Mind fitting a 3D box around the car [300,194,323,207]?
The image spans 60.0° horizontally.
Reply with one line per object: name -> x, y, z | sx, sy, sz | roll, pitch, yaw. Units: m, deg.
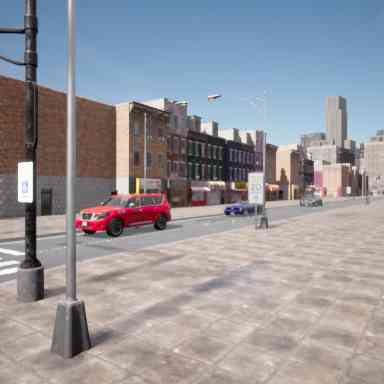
car -> 16.252, 1.092, 45.238 | 2.097, 1.767, 4.553 | 0, 0, 35

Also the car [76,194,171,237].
car -> -3.415, 1.118, 17.795 | 2.150, 2.045, 5.566 | 0, 0, 35

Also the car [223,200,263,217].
car -> 4.593, 1.414, 29.048 | 1.895, 1.301, 4.718 | 0, 1, 36
